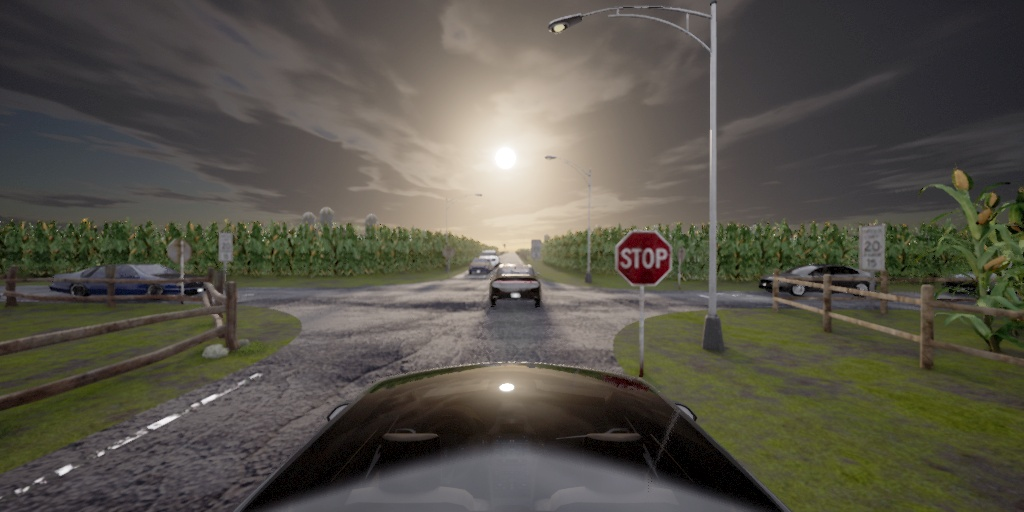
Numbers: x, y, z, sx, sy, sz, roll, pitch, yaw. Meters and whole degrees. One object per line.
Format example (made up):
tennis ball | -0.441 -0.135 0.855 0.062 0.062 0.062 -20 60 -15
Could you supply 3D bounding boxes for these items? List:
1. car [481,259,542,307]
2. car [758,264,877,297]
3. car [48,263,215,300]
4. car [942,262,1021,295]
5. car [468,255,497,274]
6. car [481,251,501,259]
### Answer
car | 0.130 1.067 14.377 2.128 1.511 4.902 0 1 0
car | 14.704 1.154 17.414 4.892 1.490 1.837 0 0 1
car | -15.573 1.011 14.857 5.357 1.411 2.033 0 0 0
car | 23.909 1.067 17.296 4.553 1.767 2.097 0 0 1
car | -2.780 0.856 32.366 2.033 1.411 5.357 0 1 0
car | -2.743 0.380 42.621 2.150 2.045 5.566 0 1 1
